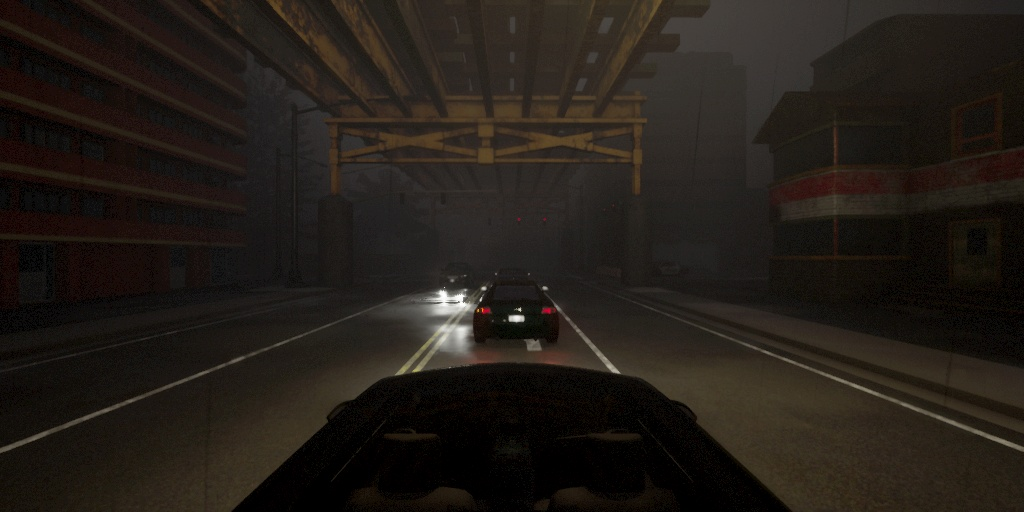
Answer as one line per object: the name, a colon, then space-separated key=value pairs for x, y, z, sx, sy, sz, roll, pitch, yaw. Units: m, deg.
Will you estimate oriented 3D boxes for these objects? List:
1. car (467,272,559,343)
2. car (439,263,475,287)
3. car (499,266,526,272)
car: x=0.076 y=1.302 z=9.666 sx=1.994 sy=1.385 sz=4.181 roll=0 pitch=0 yaw=-1
car: x=-3.587 y=1.199 z=23.927 sx=2.128 sy=1.511 sz=4.902 roll=0 pitch=0 yaw=0
car: x=0.032 y=1.261 z=19.615 sx=2.033 sy=1.411 sz=5.357 roll=0 pitch=0 yaw=0
